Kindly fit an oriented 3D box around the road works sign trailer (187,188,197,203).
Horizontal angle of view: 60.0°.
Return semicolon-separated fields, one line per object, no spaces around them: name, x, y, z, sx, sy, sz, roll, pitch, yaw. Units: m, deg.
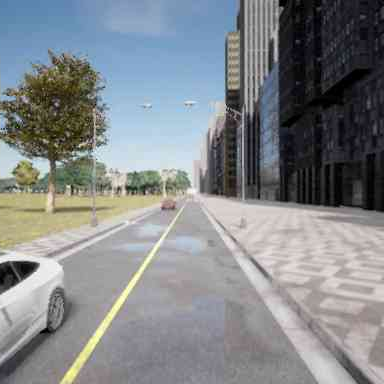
road works sign trailer;0.056;0.828;82.965;2.380;3.560;2.880;0;0;0

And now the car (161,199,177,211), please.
car;-3.055;1.688;44.430;1.882;1.535;5.008;0;0;0

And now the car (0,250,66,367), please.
car;-3.097;1.548;4.130;1.812;1.442;4.674;0;0;0
